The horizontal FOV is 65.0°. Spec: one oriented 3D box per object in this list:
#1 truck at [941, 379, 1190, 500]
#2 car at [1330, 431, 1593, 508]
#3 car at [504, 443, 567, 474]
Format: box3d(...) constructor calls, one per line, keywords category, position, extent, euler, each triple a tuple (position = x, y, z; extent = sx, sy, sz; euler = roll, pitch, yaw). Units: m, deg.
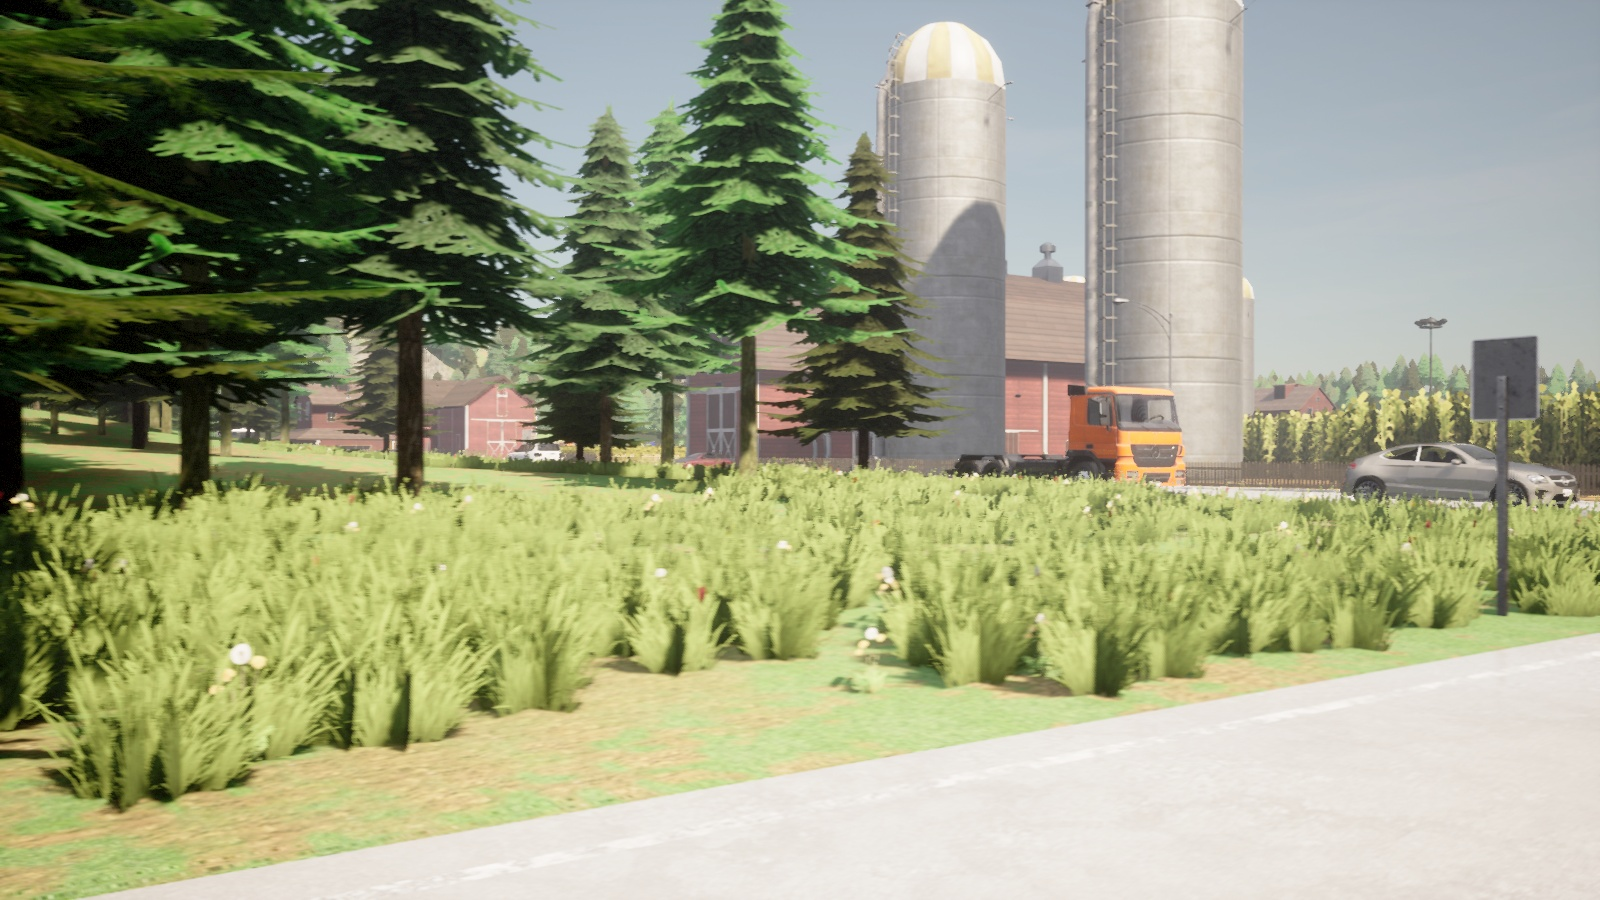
box3d(category="truck", position=(8.216, -0.296, 39.989), extent=(2.891, 3.462, 7.936), euler=(0, 0, -34))
box3d(category="car", position=(15.381, 0.423, 29.484), extent=(2.152, 1.651, 5.027), euler=(0, 0, -34))
box3d(category="car", position=(-17.801, 0.568, 84.348), extent=(2.150, 2.045, 5.566), euler=(0, 0, -34))
